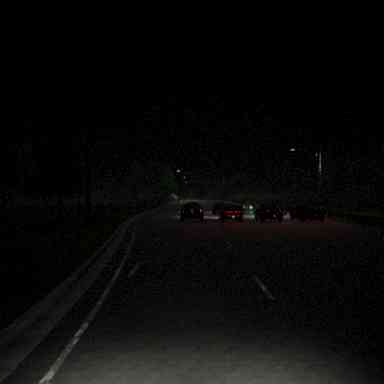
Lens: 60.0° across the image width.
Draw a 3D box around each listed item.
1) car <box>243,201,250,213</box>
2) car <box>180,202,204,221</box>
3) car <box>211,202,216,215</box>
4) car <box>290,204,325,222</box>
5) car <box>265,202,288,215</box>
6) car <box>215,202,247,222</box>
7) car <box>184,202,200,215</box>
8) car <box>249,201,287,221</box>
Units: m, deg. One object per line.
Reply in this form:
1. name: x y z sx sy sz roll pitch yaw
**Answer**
1. car: 7.018 1.857 41.650 2.097 1.767 4.553 0 -1 0
2. car: 0.008 1.730 31.070 2.097 1.767 4.553 0 -1 0
3. car: 3.518 2.013 41.676 1.837 1.490 4.892 0 0 0
4. car: 10.507 1.851 30.679 1.882 1.535 5.008 0 -1 0
5. car: 10.518 2.033 41.741 1.812 1.442 4.674 0 -1 0
6. car: 3.507 1.878 30.680 1.837 1.490 4.892 0 -1 0
7. car: 0.019 2.014 41.758 1.837 1.490 4.892 0 0 0
8. car: 7.007 1.865 30.680 2.128 1.511 4.902 0 -1 0
